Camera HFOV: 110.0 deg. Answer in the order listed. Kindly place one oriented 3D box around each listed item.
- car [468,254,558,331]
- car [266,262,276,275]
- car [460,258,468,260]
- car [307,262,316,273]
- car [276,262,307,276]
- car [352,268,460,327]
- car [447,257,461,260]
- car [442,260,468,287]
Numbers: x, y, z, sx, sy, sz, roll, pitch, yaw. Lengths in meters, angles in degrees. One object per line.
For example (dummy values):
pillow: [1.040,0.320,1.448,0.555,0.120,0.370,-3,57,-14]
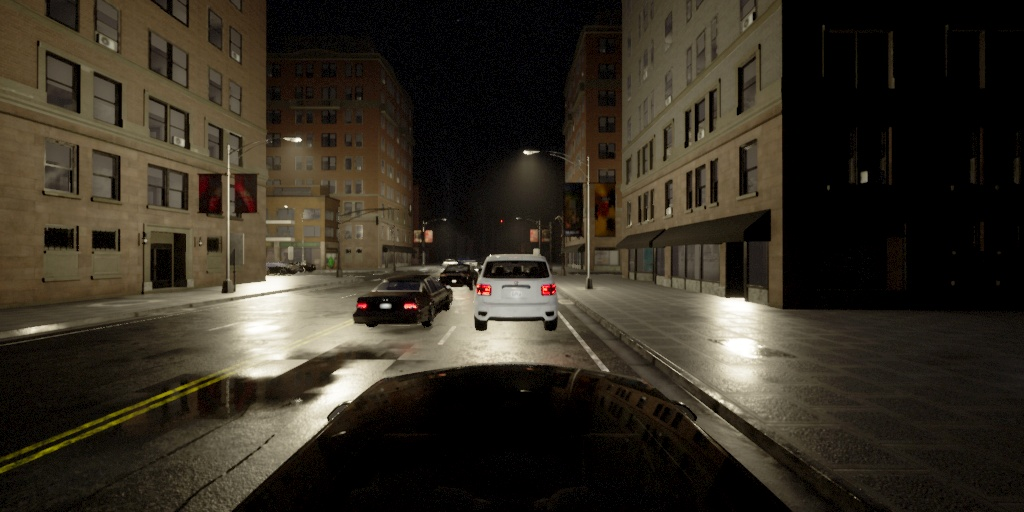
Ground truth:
car: [0.100,0.968,11.089,2.150,2.045,5.566,0,0,0]
car: [-25.416,1.156,34.109,4.097,1.591,1.967,0,0,0]
car: [-6.587,1.320,56.752,1.895,1.301,4.718,0,0,0]
car: [-25.375,1.310,42.134,4.313,1.339,1.948,0,0,0]
car: [-24.496,1.273,36.644,5.357,1.411,2.033,0,0,0]
car: [-3.153,1.293,11.421,2.033,1.411,5.357,0,0,0]
car: [-9.838,1.245,57.139,1.812,1.442,4.674,0,0,0]
car: [-3.150,1.218,22.012,1.882,1.535,5.008,0,0,0]
